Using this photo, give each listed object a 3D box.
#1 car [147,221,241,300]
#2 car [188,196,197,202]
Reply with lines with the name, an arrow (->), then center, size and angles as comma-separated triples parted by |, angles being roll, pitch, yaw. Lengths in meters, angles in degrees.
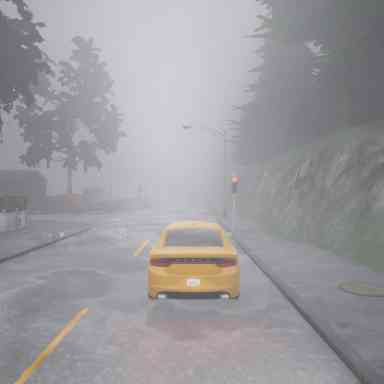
car -> 0.050, 1.478, 8.484 | 1.882, 1.535, 5.008 | 0, 0, 1
car -> 0.017, 1.507, 71.017 | 1.895, 1.301, 4.718 | 0, 0, 0
